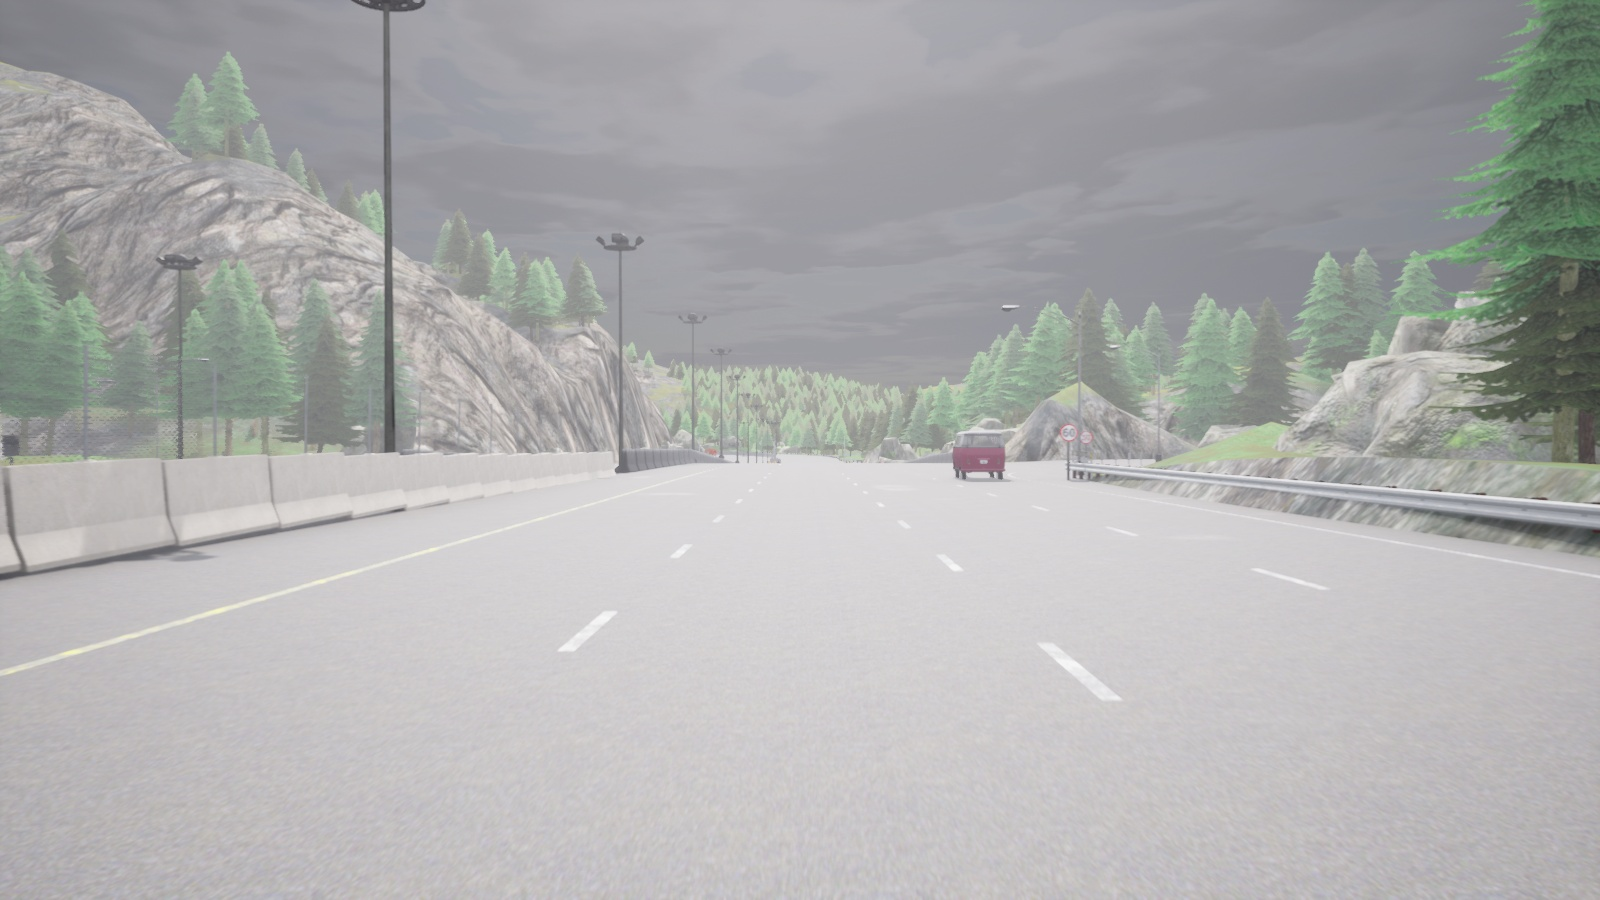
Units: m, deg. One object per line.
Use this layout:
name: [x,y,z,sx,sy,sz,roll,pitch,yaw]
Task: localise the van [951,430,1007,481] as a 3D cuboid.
van: [7.316,0.201,51.713,1.775,1.987,4.442,0,0,2]
